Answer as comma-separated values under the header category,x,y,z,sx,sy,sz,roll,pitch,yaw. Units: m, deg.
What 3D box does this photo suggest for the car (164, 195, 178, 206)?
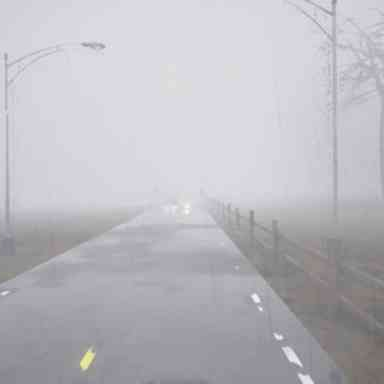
category,x,y,z,sx,sy,sz,roll,pitch,yaw
car,-3.172,1.266,51.052,2.128,1.511,4.902,-1,0,0
